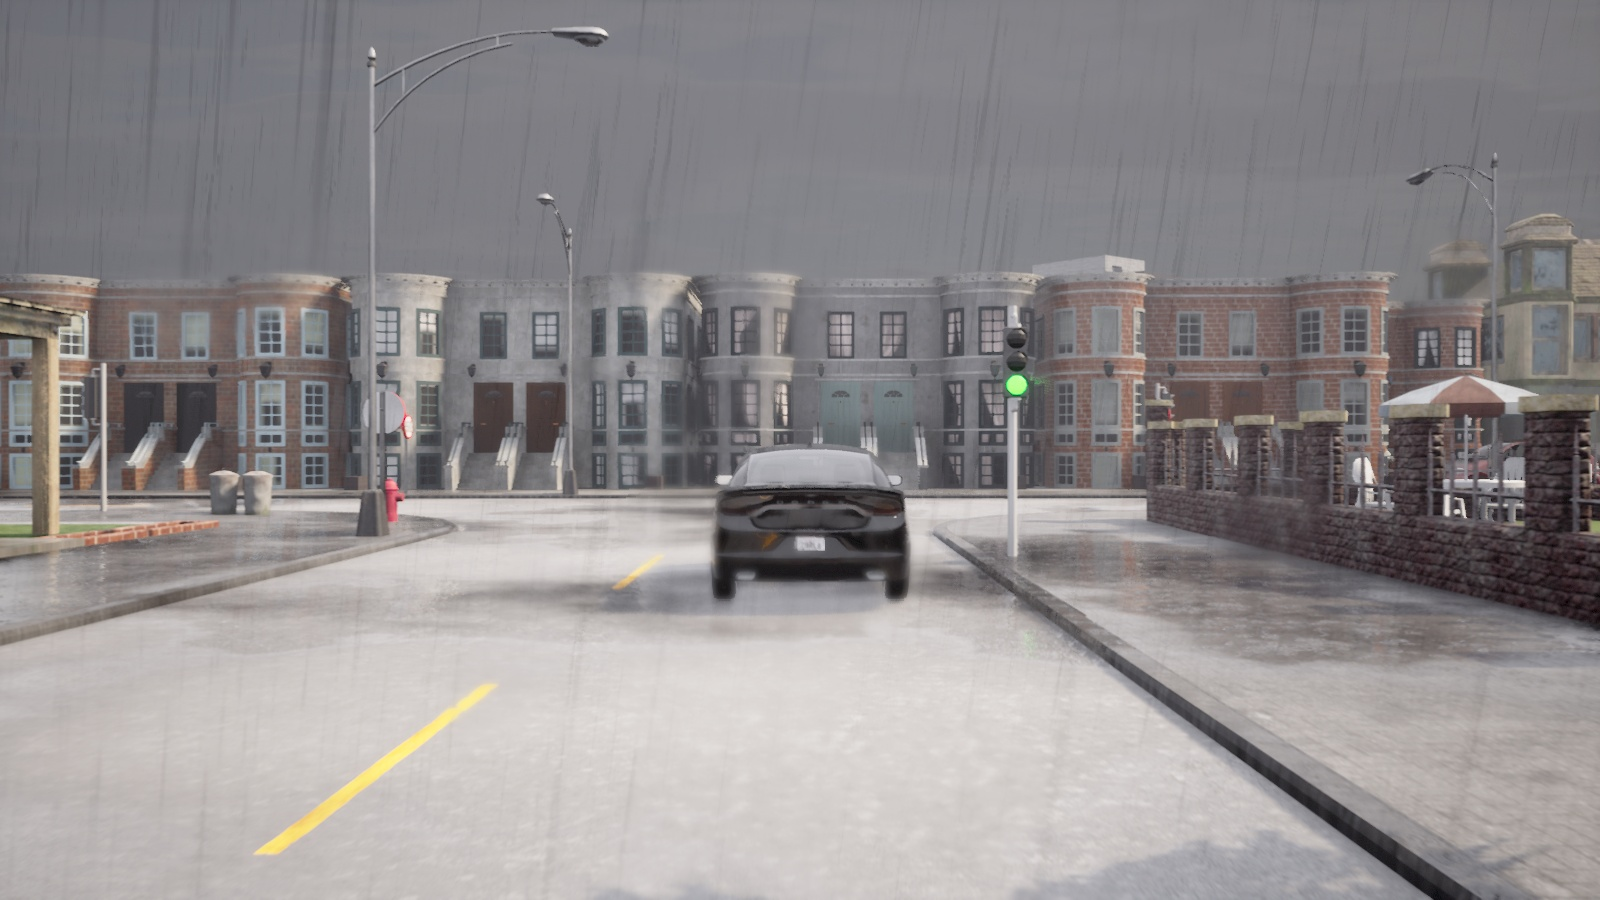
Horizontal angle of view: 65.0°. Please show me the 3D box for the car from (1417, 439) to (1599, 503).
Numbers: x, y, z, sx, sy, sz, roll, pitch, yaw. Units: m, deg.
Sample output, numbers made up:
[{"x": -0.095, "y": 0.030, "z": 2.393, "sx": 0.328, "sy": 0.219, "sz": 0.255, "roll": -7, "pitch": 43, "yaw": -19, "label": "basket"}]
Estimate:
[{"x": 18.419, "y": 0.526, "z": 32.496, "sx": 3.988, "sy": 1.617, "sz": 1.851, "roll": 0, "pitch": 0, "yaw": 1, "label": "car"}]

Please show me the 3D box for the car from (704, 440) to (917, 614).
[{"x": 0.102, "y": 0.669, "z": 13.599, "sx": 1.882, "sy": 1.535, "sz": 5.008, "roll": 0, "pitch": 0, "yaw": 0, "label": "car"}]
